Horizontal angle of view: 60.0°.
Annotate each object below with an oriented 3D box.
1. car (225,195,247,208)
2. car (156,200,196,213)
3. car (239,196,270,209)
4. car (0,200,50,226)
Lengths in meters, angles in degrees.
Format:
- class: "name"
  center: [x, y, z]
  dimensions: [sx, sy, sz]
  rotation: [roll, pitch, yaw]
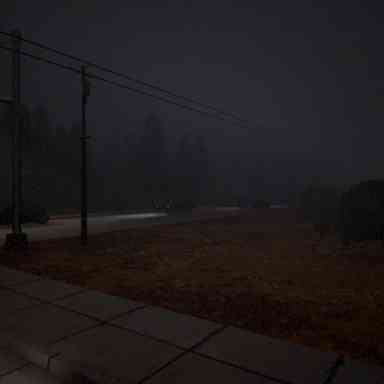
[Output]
- class: "car"
  center: [6.434, 1.218, 46.470]
  dimensions: [2.097, 1.767, 4.553]
  rotation: [0, 0, 37]
- class: "car"
  center: [-1.711, 1.539, 35.550]
  dimensions: [1.895, 1.301, 4.718]
  rotation: [0, 0, 37]
- class: "car"
  center: [8.428, 1.467, 43.024]
  dimensions: [1.895, 1.301, 4.718]
  rotation: [0, 0, 37]
- class: "car"
  center: [-11.886, 1.380, 21.830]
  dimensions: [2.097, 1.767, 4.553]
  rotation: [0, 0, 37]
